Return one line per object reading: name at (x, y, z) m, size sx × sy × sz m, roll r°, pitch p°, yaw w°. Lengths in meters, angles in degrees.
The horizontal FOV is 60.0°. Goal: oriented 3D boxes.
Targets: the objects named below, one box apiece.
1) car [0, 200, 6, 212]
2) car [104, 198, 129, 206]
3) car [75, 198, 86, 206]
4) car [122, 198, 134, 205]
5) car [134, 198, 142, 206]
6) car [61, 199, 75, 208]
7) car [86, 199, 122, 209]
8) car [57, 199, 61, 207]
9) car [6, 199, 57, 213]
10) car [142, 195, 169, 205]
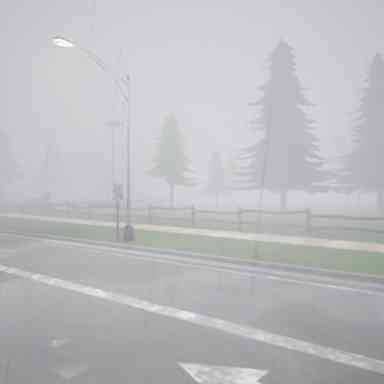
car at (-21.838, 1.883, 42.648) m, size 1.895 × 1.301 × 4.718 m, roll 0°, pitch 0°, yaw 35°
car at (-14.662, 1.930, 64.864) m, size 1.895 × 1.301 × 4.718 m, roll 0°, pitch 0°, yaw 35°
car at (-15.330, 1.809, 51.890) m, size 1.812 × 1.442 × 4.674 m, roll 0°, pitch 0°, yaw 35°
car at (-10.929, 1.871, 64.102) m, size 1.994 × 1.385 × 4.181 m, roll 0°, pitch 0°, yaw 35°
car at (-7.677, 1.506, 62.697) m, size 2.150 × 2.045 × 5.566 m, roll 0°, pitch 0°, yaw 35°
car at (-18.064, 1.799, 54.084) m, size 2.128 × 1.511 × 4.902 m, roll 0°, pitch 0°, yaw 35°
car at (-12.963, 1.822, 49.196) m, size 1.994 × 1.385 × 4.181 m, roll 0°, pitch 0°, yaw 35°
car at (-21.742, 1.855, 54.917) m, size 1.812 × 1.442 × 4.674 m, roll 0°, pitch 0°, yaw 35°
car at (-19.324, 1.611, 40.146) m, size 2.097 × 1.767 × 4.553 m, roll 0°, pitch 0°, yaw 35°
car at (-6.135, 1.612, 58.860) m, size 2.097 × 1.767 × 4.553 m, roll 0°, pitch 0°, yaw 35°
